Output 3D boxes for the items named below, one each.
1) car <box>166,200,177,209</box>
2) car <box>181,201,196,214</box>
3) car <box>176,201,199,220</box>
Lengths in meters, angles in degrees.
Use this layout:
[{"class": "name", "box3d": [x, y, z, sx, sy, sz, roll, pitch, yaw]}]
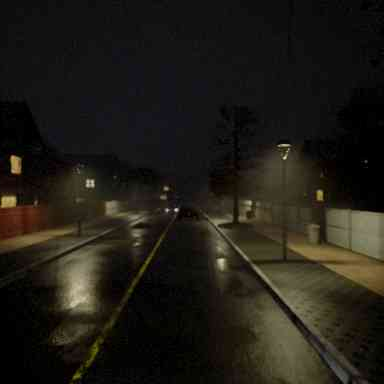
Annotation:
[{"class": "car", "box3d": [-3.568, 2.190, 59.718, 1.882, 1.535, 5.008, 0, -1, 0]}, {"class": "car", "box3d": [-0.480, 1.998, 44.372, 1.837, 1.490, 4.892, 0, 0, -1]}, {"class": "car", "box3d": [-0.314, 1.817, 32.023, 1.882, 1.535, 5.008, 0, -1, -1]}]
